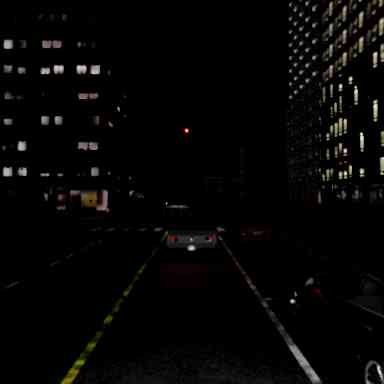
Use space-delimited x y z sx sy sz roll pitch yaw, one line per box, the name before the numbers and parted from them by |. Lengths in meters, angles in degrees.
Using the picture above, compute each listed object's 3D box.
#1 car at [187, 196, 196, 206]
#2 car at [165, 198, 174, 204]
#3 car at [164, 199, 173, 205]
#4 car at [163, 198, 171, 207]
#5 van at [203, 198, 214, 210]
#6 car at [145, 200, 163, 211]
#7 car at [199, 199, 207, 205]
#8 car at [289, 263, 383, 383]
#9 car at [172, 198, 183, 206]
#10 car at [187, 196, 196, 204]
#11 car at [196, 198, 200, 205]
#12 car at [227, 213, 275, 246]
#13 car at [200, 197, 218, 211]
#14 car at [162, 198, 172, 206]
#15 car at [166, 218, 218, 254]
car | -0.074 2.241 74.867 1.882 1.535 5.008 0 -1 0
car | -5.781 2.354 86.854 1.967 1.590 4.097 0 -1 0
car | -5.775 2.432 81.327 1.802 1.307 4.206 0 -1 0
car | -5.758 2.212 64.748 2.008 1.369 4.403 0 -1 0
van | 2.632 1.881 53.705 1.690 1.788 3.998 0 -1 0
car | -5.741 2.032 48.169 2.008 1.369 4.403 0 -1 0
car | 2.605 2.394 81.335 1.887 1.381 4.507 0 -1 0
car | 2.681 1.609 4.502 1.947 1.339 4.313 0 -1 0
car | -3.074 2.357 73.637 1.895 1.301 4.718 0 -1 0
car | -0.086 2.058 87.401 2.150 2.045 5.566 0 -1 0
car | 2.615 2.038 70.284 2.192 1.841 5.009 0 -1 0
car | 2.670 1.679 15.937 1.752 1.417 4.829 0 -1 0
car | 2.637 1.796 48.180 2.192 1.841 5.009 0 -1 0
car | -5.770 2.227 75.802 1.967 1.590 4.097 0 -1 0
car | -0.012 1.737 14.110 1.895 1.301 4.718 0 -1 0
